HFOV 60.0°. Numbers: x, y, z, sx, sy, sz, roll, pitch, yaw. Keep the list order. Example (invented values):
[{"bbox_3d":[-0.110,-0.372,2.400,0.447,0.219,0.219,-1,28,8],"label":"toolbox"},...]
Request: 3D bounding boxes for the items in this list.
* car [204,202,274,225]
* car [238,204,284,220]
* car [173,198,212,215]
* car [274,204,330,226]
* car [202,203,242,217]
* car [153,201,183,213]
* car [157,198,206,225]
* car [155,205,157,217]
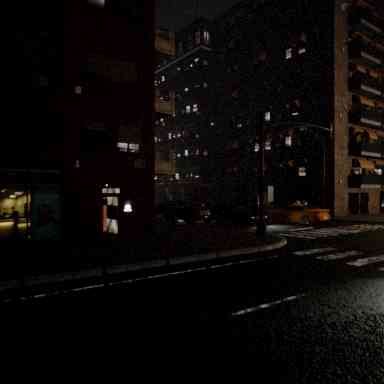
[{"bbox_3d":[3.536,1.778,26.338,2.033,1.411,5.357,0,-1,-34],"label":"car"},{"bbox_3d":[6.556,1.843,32.146,1.802,1.307,4.206,-1,0,-36],"label":"car"},{"bbox_3d":[-0.048,1.718,41.116,2.192,1.841,5.009,-1,0,-36],"label":"car"},{"bbox_3d":[7.912,1.663,25.401,1.882,1.535,5.008,-1,0,-38],"label":"car"},{"bbox_3d":[3.256,1.898,36.630,1.947,1.339,4.313,-1,0,-36],"label":"car"},{"bbox_3d":[-3.343,2.024,45.600,2.008,1.369,4.403,-1,0,-36],"label":"car"},{"bbox_3d":[-0.434,1.586,27.049,2.192,1.841,5.009,-1,0,-36],"label":"car"},{"bbox_3d":[-2.340,1.861,34.266,1.837,1.490,4.892,0,-1,-37],"label":"car"}]
